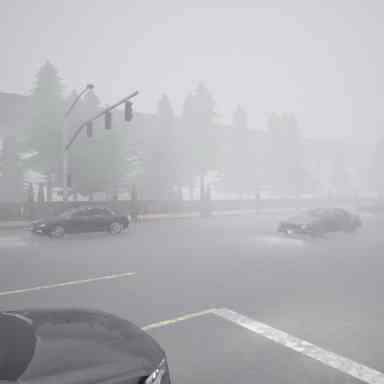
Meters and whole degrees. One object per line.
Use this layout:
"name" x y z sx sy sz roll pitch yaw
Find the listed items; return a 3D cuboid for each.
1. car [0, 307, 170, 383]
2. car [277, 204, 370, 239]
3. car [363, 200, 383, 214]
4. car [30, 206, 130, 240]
"car" -2.405 1.491 2.051 4.902 1.511 2.128 0 0 -35
"car" 6.848 1.522 17.523 5.357 1.411 2.033 0 0 -36
"car" 19.180 1.500 34.977 4.181 1.385 1.994 0 0 -36
"car" -5.635 1.503 17.186 4.892 1.490 1.837 0 0 -36
